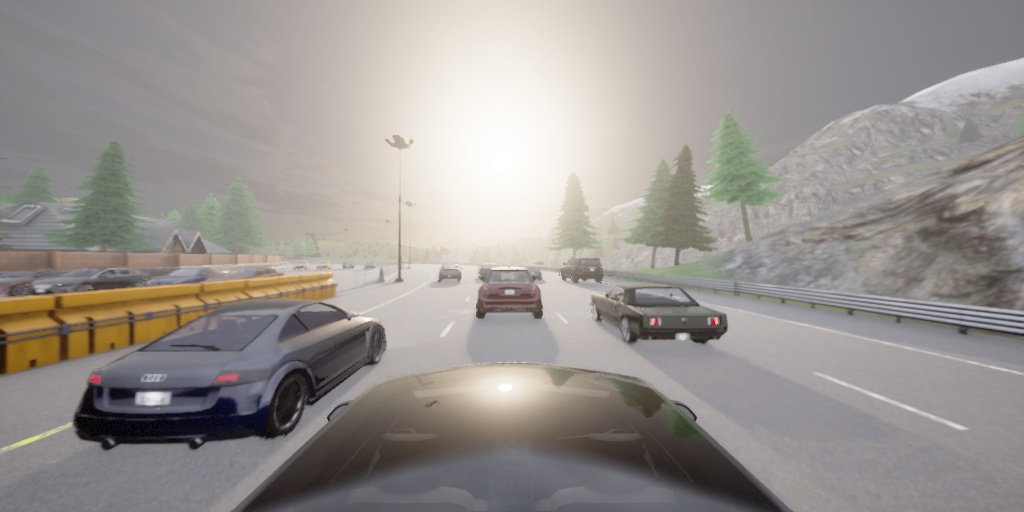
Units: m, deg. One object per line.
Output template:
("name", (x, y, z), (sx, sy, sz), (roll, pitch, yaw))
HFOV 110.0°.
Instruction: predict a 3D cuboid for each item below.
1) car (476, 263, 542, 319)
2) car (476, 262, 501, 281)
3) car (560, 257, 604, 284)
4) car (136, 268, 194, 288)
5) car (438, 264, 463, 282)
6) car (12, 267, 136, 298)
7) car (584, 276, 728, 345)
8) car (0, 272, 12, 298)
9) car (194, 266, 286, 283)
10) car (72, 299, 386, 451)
("car", (-0.153, 1.167, 13.331), (2.097, 1.767, 4.553), (0, 0, -2))
("car", (-2.302, 1.410, 34.205), (1.882, 1.535, 5.008), (0, 0, -9))
("car", (5.554, 1.127, 29.112), (2.150, 2.045, 5.566), (0, 0, -8))
("car", (-18.385, 1.382, 20.711), (1.812, 1.442, 4.674), (0, 0, -6))
("car", (-5.351, 1.407, 31.063), (2.128, 1.511, 4.902), (0, 0, -9))
("car", (-21.733, 1.337, 18.816), (2.128, 1.511, 4.902), (0, 0, -5))
("car", (3.490, 1.396, 9.635), (1.895, 1.301, 4.718), (0, 0, -1))
("car", (-25.245, 1.409, 18.763), (1.994, 1.385, 4.181), (0, 0, -5))
("car", (-14.835, 1.331, 20.268), (1.882, 1.535, 5.008), (0, 0, -5))
("car", (-3.454, 1.335, 5.432), (1.994, 1.385, 4.181), (0, 0, -1))
